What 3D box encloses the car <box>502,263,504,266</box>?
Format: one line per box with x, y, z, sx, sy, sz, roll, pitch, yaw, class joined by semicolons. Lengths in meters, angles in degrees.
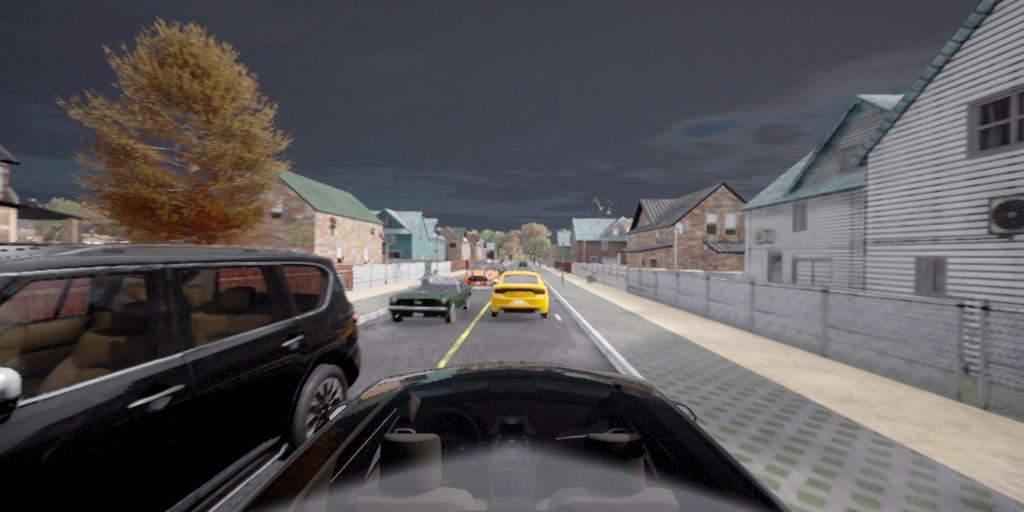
-1.616;1.534;39.619;1.837;1.490;4.892;1;0;2;car

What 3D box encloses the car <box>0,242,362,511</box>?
-2.906;0.924;2.031;2.150;2.045;5.566;1;0;2;car

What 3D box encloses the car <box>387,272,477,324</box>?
-2.585;1.379;12.334;1.895;1.301;4.718;1;0;2;car

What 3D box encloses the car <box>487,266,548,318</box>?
0.310;1.316;13.660;1.882;1.535;5.008;1;0;2;car

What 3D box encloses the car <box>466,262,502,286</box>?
-2.145;1.226;25.502;2.097;1.767;4.553;1;0;2;car
